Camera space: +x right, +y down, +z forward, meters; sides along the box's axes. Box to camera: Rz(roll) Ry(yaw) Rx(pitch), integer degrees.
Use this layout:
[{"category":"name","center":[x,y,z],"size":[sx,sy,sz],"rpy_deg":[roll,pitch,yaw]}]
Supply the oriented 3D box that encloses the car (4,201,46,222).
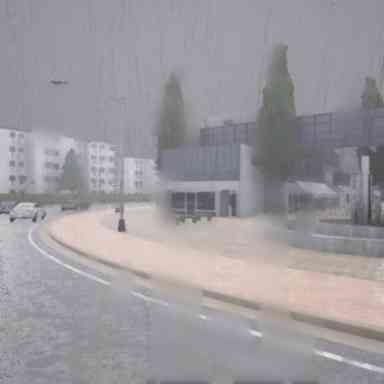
[{"category":"car","center":[-13.173,1.567,26.792],"size":[1.812,1.442,4.674],"rpy_deg":[0,0,-12]}]

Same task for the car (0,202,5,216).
[{"category":"car","center":[-17.410,1.592,32.676],"size":[2.033,1.411,5.357],"rpy_deg":[0,0,-3]}]

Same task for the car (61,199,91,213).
[{"category":"car","center":[-13.602,1.579,39.258],"size":[2.128,1.511,4.902],"rpy_deg":[0,0,7]}]
